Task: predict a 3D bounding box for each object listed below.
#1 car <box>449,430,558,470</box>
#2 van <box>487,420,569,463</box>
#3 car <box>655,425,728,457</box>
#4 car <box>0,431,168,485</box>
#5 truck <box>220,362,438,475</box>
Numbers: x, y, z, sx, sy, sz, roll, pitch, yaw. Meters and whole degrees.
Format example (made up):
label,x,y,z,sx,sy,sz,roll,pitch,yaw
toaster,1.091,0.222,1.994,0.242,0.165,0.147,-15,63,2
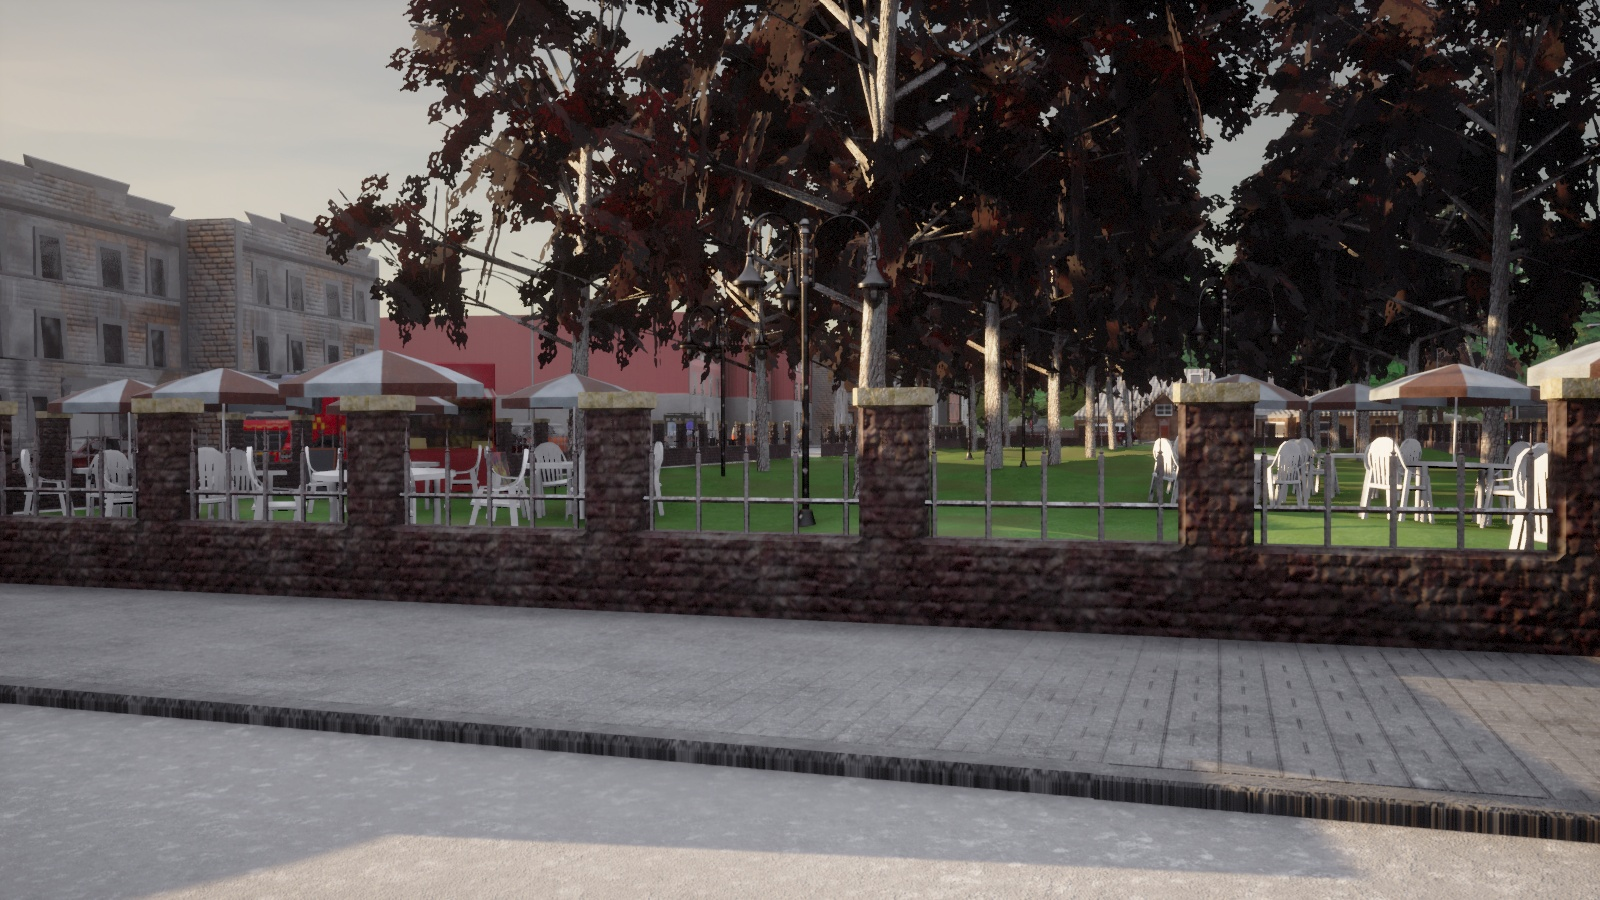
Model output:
label,x,y,z,sx,sy,sz,roll,pitch,yaw
car,-11.815,-0.047,50.406,1.882,1.535,5.008,1,1,18
van,-12.903,-0.427,59.809,1.775,1.987,4.442,1,1,18
car,-5.846,-0.511,68.335,2.152,1.651,5.027,1,1,19
car,-20.693,0.180,36.370,1.816,1.474,4.193,1,1,18
truck,-17.226,-1.154,46.774,2.891,3.827,8.468,1,1,18
